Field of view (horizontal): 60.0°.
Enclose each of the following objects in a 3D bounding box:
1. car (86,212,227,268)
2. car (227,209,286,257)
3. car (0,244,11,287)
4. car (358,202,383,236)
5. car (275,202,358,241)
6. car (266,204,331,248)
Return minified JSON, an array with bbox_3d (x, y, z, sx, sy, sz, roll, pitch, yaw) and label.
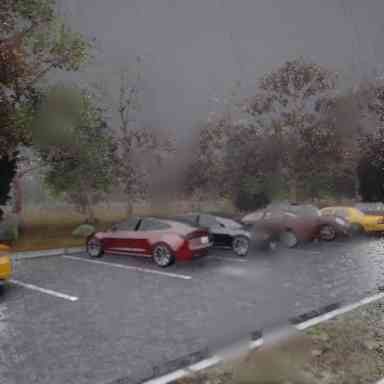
[{"bbox_3d":[-1.539,1.536,11.420,4.792,1.488,2.163,-1,-1,34],"label":"car"},{"bbox_3d":[0.904,1.535,13.151,4.792,1.488,2.163,-1,-1,34],"label":"car"},{"bbox_3d":[-6.301,1.508,7.917,5.008,1.535,2.097,-1,-1,35],"label":"car"},{"bbox_3d":[7.797,1.503,18.627,5.366,1.575,1.946,-1,-1,33],"label":"car"},{"bbox_3d":[5.581,1.379,16.749,4.553,1.767,2.185,-1,-1,33],"label":"car"},{"bbox_3d":[3.249,1.504,14.933,5.008,1.535,2.097,-1,-1,33],"label":"car"}]
